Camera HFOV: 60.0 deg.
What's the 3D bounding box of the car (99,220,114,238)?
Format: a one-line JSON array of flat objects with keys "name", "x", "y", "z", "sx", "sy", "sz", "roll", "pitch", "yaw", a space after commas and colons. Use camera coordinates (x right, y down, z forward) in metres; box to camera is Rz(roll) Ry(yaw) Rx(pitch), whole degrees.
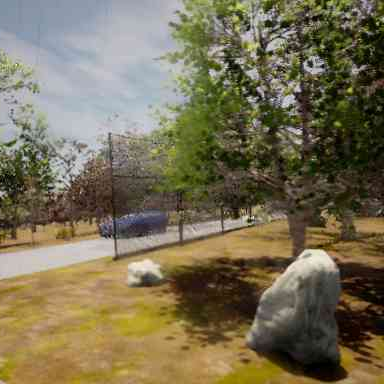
[{"name": "car", "x": -3.257, "y": 1.803, "z": 19.407, "sx": 1.812, "sy": 1.442, "sz": 4.674, "roll": -4, "pitch": -2, "yaw": 33}]
